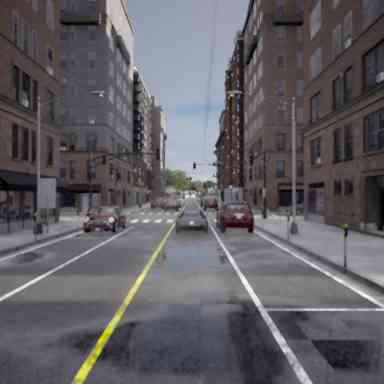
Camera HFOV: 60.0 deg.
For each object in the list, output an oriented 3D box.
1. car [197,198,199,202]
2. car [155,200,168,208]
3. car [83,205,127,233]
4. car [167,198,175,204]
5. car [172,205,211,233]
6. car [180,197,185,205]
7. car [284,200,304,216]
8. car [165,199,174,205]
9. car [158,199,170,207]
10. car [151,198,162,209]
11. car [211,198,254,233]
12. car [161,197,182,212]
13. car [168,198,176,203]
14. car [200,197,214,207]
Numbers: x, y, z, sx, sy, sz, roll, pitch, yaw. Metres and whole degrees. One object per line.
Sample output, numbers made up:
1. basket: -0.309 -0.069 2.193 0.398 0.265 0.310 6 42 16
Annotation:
1. car: 2.663 1.917 64.548 2.192 1.841 5.009 0 -1 0
2. car: -5.438 2.117 59.037 1.947 1.339 4.313 0 -1 0
3. car: -5.396 1.638 20.977 1.967 1.590 4.097 0 -1 0
4. car: -5.437 2.350 86.555 1.887 1.381 4.507 0 -1 0
5. car: 0.016 1.762 21.005 1.994 1.385 4.181 0 -1 1
6. car: -2.847 2.027 57.446 2.128 1.511 4.902 0 0 1
7. car: 12.431 1.651 36.077 4.553 1.767 2.097 0 -1 0
8. car: -5.438 2.300 81.052 1.887 1.381 4.507 0 -1 0
9. car: -5.438 2.153 64.541 2.008 1.369 4.403 0 -1 0
10. car: -5.439 1.815 53.537 2.192 1.841 5.009 0 -1 0
11. car: 2.629 1.512 20.982 2.192 1.841 5.009 0 -1 0
12. car: -2.864 1.918 47.060 1.882 1.535 5.008 0 -1 0
13. car: -5.437 2.407 92.058 2.008 1.369 4.403 0 -1 0
14. car: 2.682 1.764 48.037 2.192 1.841 5.009 0 -1 0
